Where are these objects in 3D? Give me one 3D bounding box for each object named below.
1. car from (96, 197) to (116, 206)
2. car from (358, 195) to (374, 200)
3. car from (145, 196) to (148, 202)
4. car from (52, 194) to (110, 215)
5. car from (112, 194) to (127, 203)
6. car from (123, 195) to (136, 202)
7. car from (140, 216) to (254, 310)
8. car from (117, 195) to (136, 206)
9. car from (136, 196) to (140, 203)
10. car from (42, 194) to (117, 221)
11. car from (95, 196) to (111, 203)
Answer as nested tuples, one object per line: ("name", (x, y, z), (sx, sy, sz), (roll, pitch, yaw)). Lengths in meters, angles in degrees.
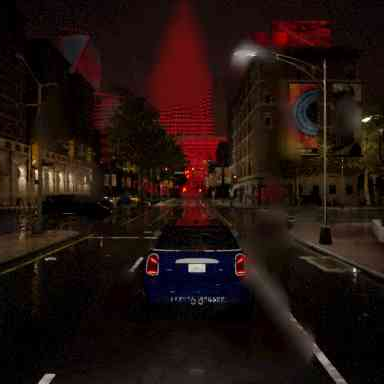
("car", (-14.876, 1.547, 57.969), (2.033, 1.411, 5.357), (0, 0, 0))
("car", (34.684, 1.481, 68.681), (2.231, 1.521, 4.892), (0, 0, 0))
("car", (-11.236, 1.552, 75.816), (1.994, 1.385, 4.181), (0, 0, 0))
("car", (-11.608, 1.221, 34.769), (5.566, 2.045, 2.150), (0, 0, -25))
("car", (-14.764, 1.352, 68.079), (2.097, 1.767, 4.553), (0, 0, 0))
("car", (-14.727, 1.525, 78.480), (2.128, 1.511, 4.902), (0, 0, 0))
("car", (0.101, 1.352, 7.960), (2.097, 1.767, 4.553), (0, 0, 0))
("car", (-11.386, 1.526, 56.795), (1.812, 1.442, 4.674), (0, 0, 0))
("car", (-11.300, 1.478, 65.943), (1.882, 1.535, 5.008), (0, 0, 1))
("car", (-9.302, 1.221, 26.953), (5.566, 2.045, 2.150), (0, 0, 0))
("car", (-18.015, 1.595, 67.472), (1.895, 1.301, 4.718), (0, 0, 0))
